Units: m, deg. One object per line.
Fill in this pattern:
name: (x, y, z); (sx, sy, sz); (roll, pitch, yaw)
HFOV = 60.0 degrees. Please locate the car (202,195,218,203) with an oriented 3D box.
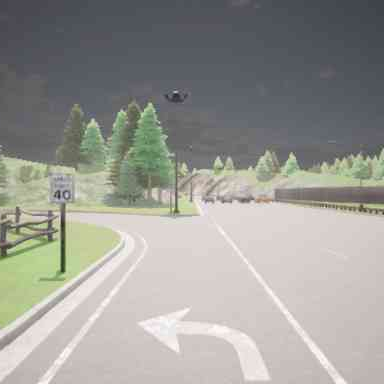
car: (3.500, 1.493, 67.031); (2.128, 1.511, 4.902); (0, 0, 0)

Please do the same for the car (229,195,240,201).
car: (10.500, 1.427, 82.035); (2.033, 1.411, 5.357); (0, 0, 0)

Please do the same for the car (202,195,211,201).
car: (3.500, 1.439, 82.036); (1.994, 1.385, 4.181); (0, 0, 0)

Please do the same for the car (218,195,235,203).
car: (7.000, 1.571, 67.031); (1.994, 1.385, 4.181); (0, 0, 0)

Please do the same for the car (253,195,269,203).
car: (14.000, 1.365, 67.001); (2.097, 1.767, 4.553); (0, 0, 0)

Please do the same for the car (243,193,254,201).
car: (14.000, 1.267, 82.838); (2.097, 1.767, 4.553); (0, 0, 0)

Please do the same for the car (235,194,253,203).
car: (10.500, 1.483, 67.031); (1.882, 1.535, 5.008); (0, 0, 0)
